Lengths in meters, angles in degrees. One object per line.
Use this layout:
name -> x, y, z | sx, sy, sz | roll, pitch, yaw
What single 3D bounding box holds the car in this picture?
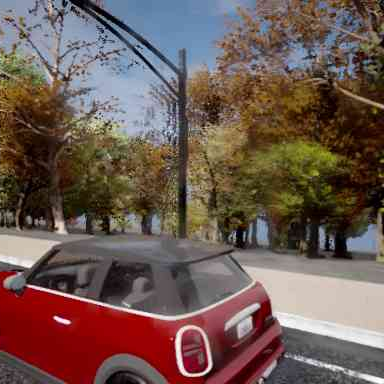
car -> -1.202, 1.389, 4.544 | 4.553, 1.767, 2.097 | -1, -1, 36
